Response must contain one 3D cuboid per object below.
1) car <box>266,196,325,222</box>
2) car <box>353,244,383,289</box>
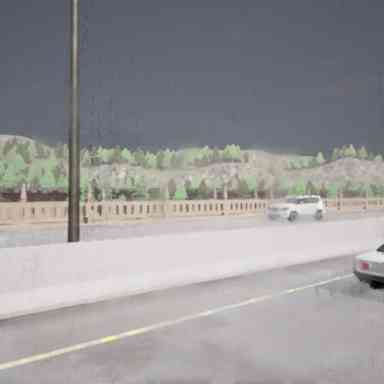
[{"bbox_3d":[8.595,1.316,27.308,5.566,2.045,2.150,0,0,-35],"label":"car"},{"bbox_3d":[5.960,1.639,8.004,4.718,1.301,1.895,0,0,-36],"label":"car"}]
